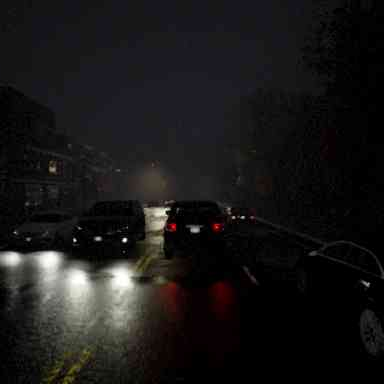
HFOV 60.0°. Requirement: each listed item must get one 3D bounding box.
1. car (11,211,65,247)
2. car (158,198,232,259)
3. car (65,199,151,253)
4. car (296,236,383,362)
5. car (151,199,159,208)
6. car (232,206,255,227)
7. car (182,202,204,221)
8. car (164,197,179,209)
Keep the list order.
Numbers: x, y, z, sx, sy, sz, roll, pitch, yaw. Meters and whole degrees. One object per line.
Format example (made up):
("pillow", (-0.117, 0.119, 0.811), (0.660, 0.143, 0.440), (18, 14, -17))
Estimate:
("car", (-6.590, 1.649, 15.720), (1.812, 1.442, 4.674), (0, 0, 0))
("car", (0.097, 1.326, 13.272), (2.150, 2.045, 5.566), (0, 0, 0))
("car", (-3.353, 1.337, 14.644), (2.150, 2.045, 5.566), (0, -1, 0))
("car", (3.349, 1.539, 5.939), (2.128, 1.511, 4.902), (0, 0, 0))
("car", (-6.556, 1.974, 57.668), (1.812, 1.442, 4.674), (0, 0, 0))
("car", (3.344, 1.739, 24.422), (2.033, 1.411, 5.357), (0, 0, 0))
("car", (0.094, 1.744, 30.628), (1.837, 1.490, 4.892), (0, 0, 0))
("car", (-3.328, 1.780, 54.950), (2.097, 1.767, 4.553), (0, -1, 0))
